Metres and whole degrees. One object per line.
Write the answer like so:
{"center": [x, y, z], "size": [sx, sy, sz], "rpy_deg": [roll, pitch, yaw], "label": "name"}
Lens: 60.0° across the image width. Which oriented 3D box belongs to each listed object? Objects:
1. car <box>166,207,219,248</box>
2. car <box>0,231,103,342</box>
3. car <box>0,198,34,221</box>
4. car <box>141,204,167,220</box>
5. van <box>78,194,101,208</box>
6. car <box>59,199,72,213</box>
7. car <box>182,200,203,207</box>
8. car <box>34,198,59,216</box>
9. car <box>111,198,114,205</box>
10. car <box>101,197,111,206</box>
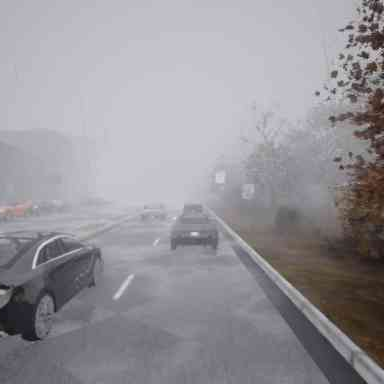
{"center": [0.098, 1.597, 14.892], "size": [1.994, 1.385, 4.181], "rpy_deg": [0, 0, 0], "label": "car"}
{"center": [-3.151, 1.506, 6.484], "size": [2.128, 1.511, 4.902], "rpy_deg": [0, 0, 0], "label": "car"}
{"center": [-15.502, 1.390, 27.679], "size": [2.185, 1.767, 4.553], "rpy_deg": [0, 0, 0], "label": "car"}
{"center": [-3.154, 1.664, 28.583], "size": [1.895, 1.301, 4.718], "rpy_deg": [0, 0, 0], "label": "car"}
{"center": [-15.560, 1.344, 49.757], "size": [1.878, 1.987, 4.442], "rpy_deg": [0, 0, 0], "label": "van"}
{"center": [-15.531, 1.583, 38.826], "size": [2.002, 1.452, 4.674], "rpy_deg": [0, 0, 0], "label": "car"}
{"center": [0.094, 1.550, 32.687], "size": [1.882, 1.535, 5.008], "rpy_deg": [0, 0, 0], "label": "car"}
{"center": [-15.516, 1.404, 33.205], "size": [2.185, 1.767, 4.553], "rpy_deg": [0, 0, 0], "label": "car"}
{"center": [-15.607, 1.637, 60.865], "size": [2.002, 1.452, 4.674], "rpy_deg": [-2, 0, 0], "label": "car"}
{"center": [-15.576, 1.613, 55.368], "size": [2.163, 1.488, 4.792], "rpy_deg": [0, 0, 0], "label": "car"}
